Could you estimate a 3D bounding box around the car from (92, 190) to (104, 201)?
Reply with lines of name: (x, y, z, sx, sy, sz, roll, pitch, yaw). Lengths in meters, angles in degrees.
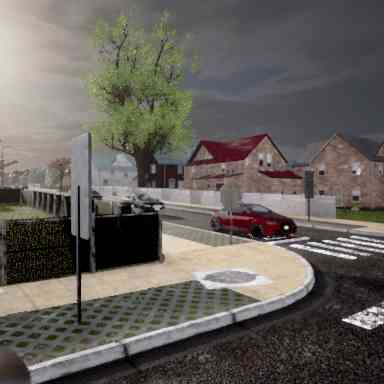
car: (-10.753, 0.496, 34.665, 1.837, 1.490, 4.892, 0, 2, -35)

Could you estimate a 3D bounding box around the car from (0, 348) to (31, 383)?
car: (-3.011, 1.522, 0.802, 4.892, 1.490, 1.837, 0, 0, -35)

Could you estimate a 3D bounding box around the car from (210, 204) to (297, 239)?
car: (2.759, 1.263, 15.578, 1.994, 1.385, 4.181, 0, 2, -38)

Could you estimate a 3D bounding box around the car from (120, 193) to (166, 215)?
car: (-3.710, 0.855, 24.541, 2.128, 1.511, 4.902, 0, 2, -35)
